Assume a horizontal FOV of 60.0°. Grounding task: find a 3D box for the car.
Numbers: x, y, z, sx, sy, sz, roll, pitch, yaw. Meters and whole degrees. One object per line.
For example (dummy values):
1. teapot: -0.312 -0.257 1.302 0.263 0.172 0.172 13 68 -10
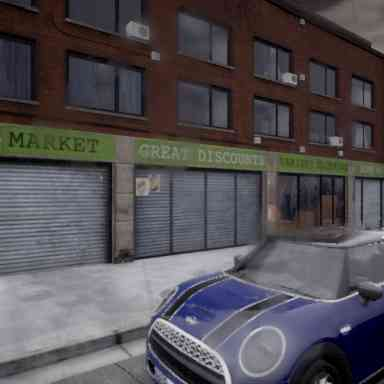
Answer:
1. car: 1.663 1.352 4.567 4.553 1.767 2.097 0 0 -36
